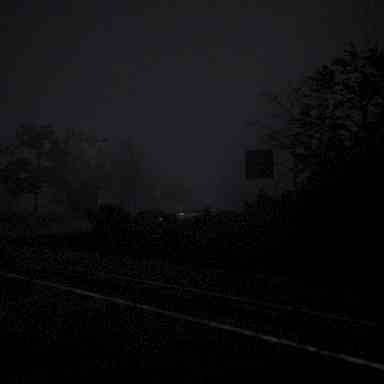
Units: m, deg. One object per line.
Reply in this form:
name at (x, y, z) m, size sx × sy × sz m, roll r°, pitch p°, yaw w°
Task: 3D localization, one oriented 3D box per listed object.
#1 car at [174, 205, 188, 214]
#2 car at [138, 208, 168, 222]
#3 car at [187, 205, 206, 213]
car at (-1.342, 3.167, 60.721) m, size 1.837 × 1.490 × 4.892 m, roll -4°, pitch -3°, yaw 33°
car at (-4.271, 2.441, 36.295) m, size 1.994 × 1.385 × 4.181 m, roll -4°, pitch -2°, yaw 32°
car at (1.627, 3.019, 58.871) m, size 1.994 × 1.385 × 4.181 m, roll -4°, pitch -3°, yaw 33°
